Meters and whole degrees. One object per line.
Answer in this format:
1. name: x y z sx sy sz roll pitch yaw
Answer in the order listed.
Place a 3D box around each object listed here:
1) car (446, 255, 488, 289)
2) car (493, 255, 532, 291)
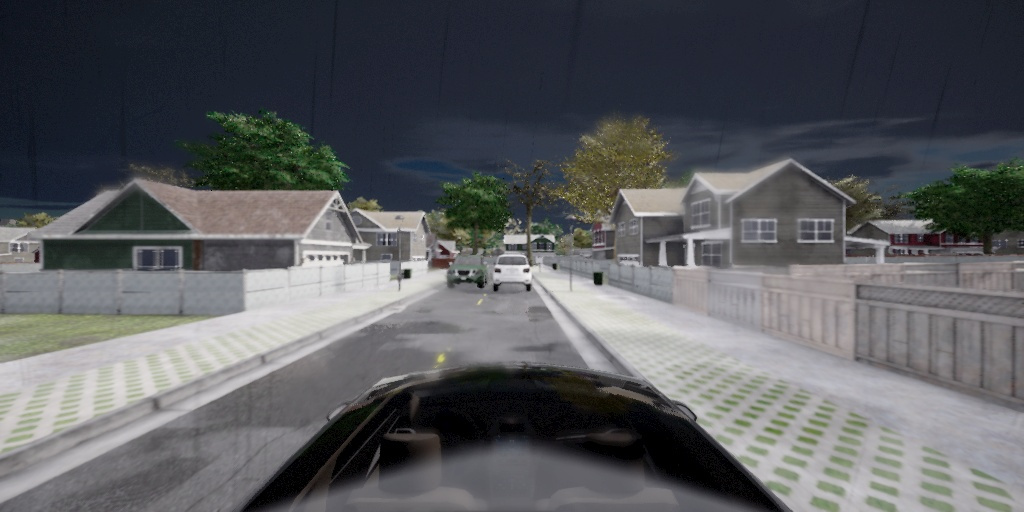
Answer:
1. car: -2.753 0.952 23.243 2.150 2.045 5.566 0 0 0
2. car: 0.020 0.947 21.807 2.150 2.045 5.566 0 0 0
